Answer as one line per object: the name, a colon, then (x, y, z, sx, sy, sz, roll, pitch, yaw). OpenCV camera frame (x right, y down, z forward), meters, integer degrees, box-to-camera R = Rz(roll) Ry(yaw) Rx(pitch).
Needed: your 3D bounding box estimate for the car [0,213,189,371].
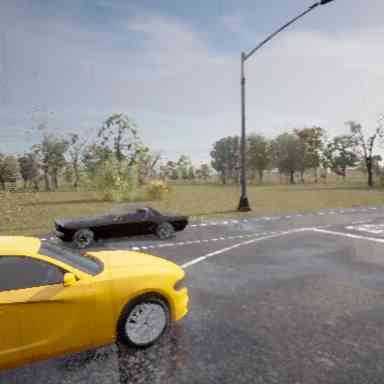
car: (-2.460, 1.333, 4.348, 5.008, 1.535, 1.882, -3, 3, -29)

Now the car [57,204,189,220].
car: (-2.590, 1.139, 12.270, 4.718, 1.301, 1.895, -2, 3, -29)
